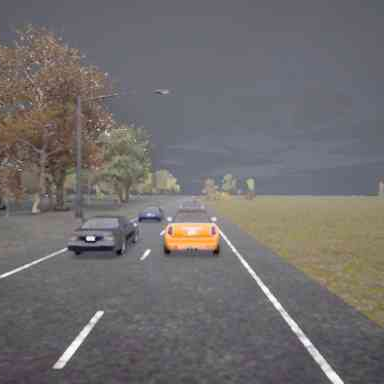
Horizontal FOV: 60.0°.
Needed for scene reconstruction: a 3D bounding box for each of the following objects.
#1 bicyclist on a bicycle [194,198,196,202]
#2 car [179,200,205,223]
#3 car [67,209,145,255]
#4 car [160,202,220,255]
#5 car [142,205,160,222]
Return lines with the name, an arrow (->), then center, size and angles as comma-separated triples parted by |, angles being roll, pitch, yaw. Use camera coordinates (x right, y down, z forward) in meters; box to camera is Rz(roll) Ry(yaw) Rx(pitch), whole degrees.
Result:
bicyclist on a bicycle -> 0.918, 2.368, 94.721 | 0.582, 1.620, 1.656 | 0, -1, 0
car -> -0.010, 1.630, 29.089 | 2.097, 1.767, 4.553 | 0, -1, 0
car -> -3.505, 1.683, 14.005 | 2.033, 1.411, 5.357 | 0, -1, 0
car -> -0.004, 1.486, 14.091 | 2.097, 1.767, 4.553 | 0, -1, 0
car -> -3.509, 1.847, 29.293 | 1.994, 1.385, 4.181 | 0, -1, 0
